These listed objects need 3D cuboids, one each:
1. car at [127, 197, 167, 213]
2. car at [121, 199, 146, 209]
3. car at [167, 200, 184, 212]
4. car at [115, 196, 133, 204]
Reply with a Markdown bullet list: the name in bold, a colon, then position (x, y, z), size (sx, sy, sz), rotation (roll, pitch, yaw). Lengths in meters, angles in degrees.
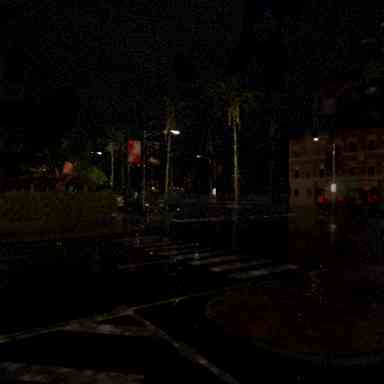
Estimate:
- **car**: position (-5.171, 1.441, 37.788), size (2.097, 1.767, 4.553), rotation (0, 0, -35)
- **car**: position (-8.655, 1.708, 48.817), size (1.895, 1.301, 4.718), rotation (0, 0, -35)
- **car**: position (-3.134, 1.654, 40.976), size (2.033, 1.411, 5.357), rotation (0, 0, -35)
- **car**: position (-14.053, 1.665, 68.535), size (1.812, 1.442, 4.674), rotation (0, 0, -39)
